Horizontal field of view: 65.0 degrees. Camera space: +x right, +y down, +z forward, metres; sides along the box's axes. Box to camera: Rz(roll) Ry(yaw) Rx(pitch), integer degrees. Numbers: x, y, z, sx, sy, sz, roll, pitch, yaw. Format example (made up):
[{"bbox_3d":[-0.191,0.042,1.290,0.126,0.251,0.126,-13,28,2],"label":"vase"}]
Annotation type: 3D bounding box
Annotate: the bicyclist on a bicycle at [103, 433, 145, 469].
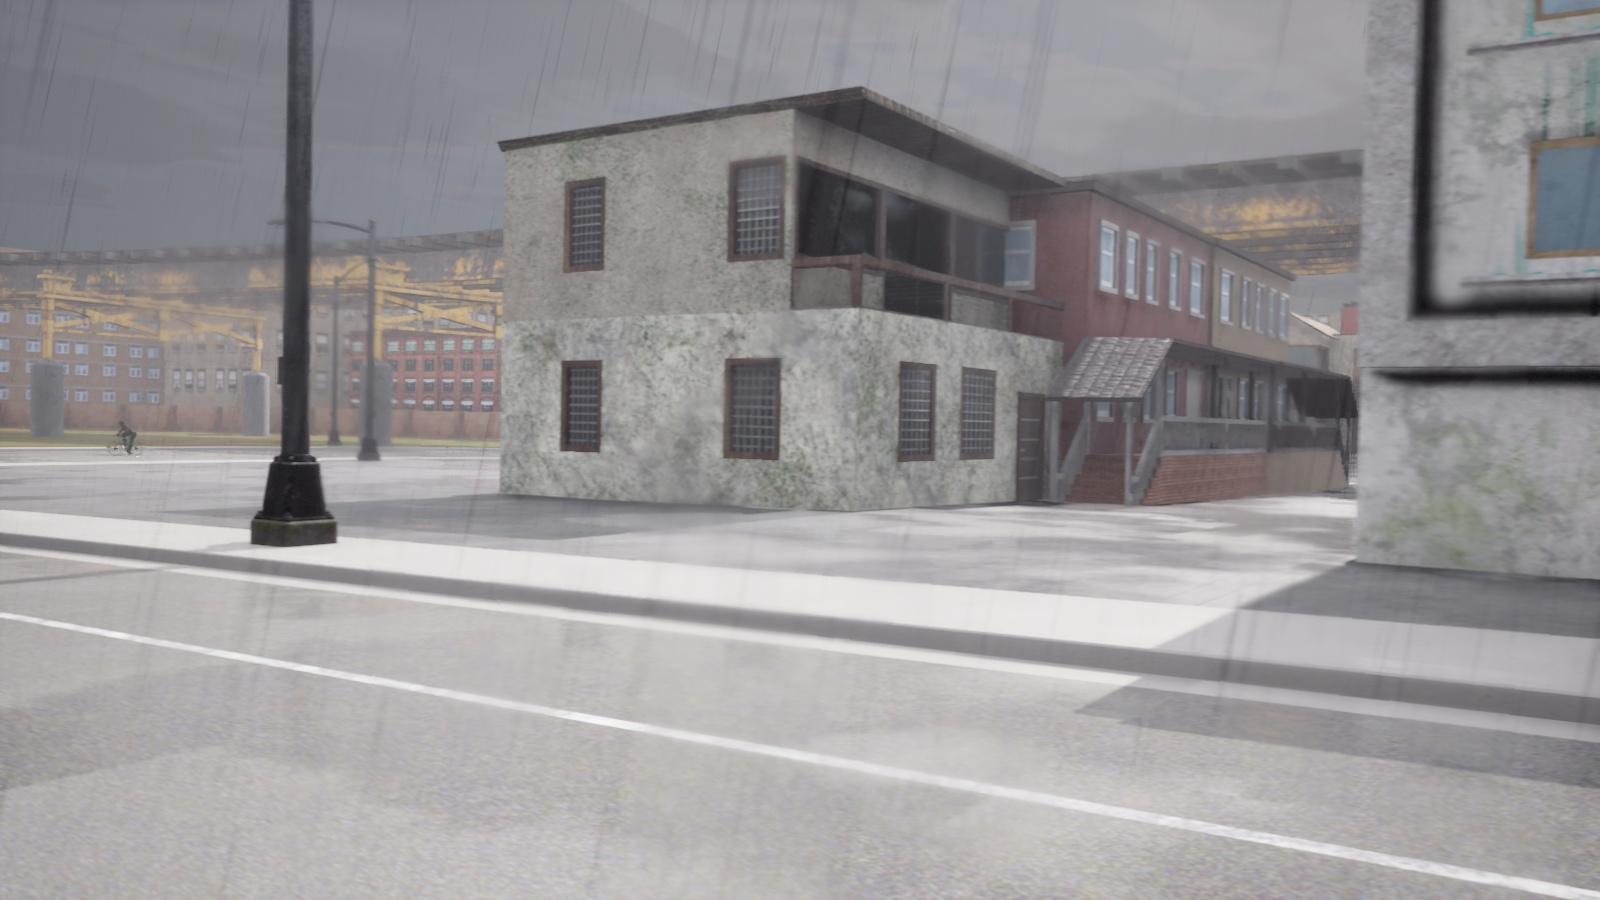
[{"bbox_3d":[-31.480,0.044,58.489,0.582,1.620,1.656,1,2,33],"label":"bicyclist on a bicycle"}]
